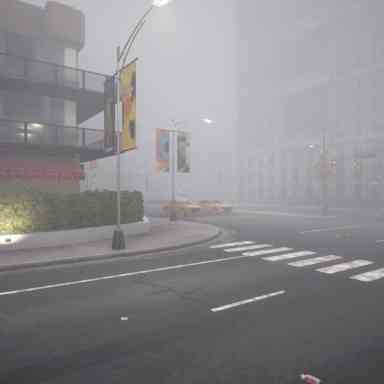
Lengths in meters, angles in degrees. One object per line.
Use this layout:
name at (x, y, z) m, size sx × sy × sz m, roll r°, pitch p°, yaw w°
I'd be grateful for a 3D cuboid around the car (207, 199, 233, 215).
car at (2.090, 1.478, 34.307) m, size 1.882 × 1.535 × 5.008 m, roll 0°, pitch 0°, yaw -35°

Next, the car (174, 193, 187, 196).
car at (-2.530, 1.221, 62.095) m, size 2.150 × 2.045 × 5.566 m, roll 0°, pitch 0°, yaw -20°

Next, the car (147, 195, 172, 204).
car at (-6.142, 1.601, 59.288) m, size 4.718 × 1.301 × 1.895 m, roll 0°, pitch 0°, yaw 42°

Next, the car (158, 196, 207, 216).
car at (-1.037, 1.478, 32.669) m, size 1.882 × 1.535 × 5.008 m, roll 0°, pitch 0°, yaw -35°
